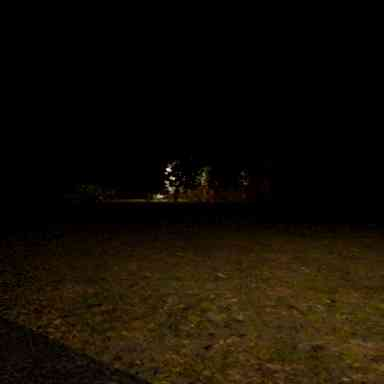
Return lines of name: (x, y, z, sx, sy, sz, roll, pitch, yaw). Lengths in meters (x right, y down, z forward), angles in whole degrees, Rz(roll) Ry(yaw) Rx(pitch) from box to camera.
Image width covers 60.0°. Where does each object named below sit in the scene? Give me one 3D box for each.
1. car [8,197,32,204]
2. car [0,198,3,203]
car: (-33.093, 1.672, 63.989, 1.994, 1.385, 4.181, 0, 0, 34)
car: (-40.184, 1.598, 66.003, 1.837, 1.490, 4.892, 0, 0, 34)
